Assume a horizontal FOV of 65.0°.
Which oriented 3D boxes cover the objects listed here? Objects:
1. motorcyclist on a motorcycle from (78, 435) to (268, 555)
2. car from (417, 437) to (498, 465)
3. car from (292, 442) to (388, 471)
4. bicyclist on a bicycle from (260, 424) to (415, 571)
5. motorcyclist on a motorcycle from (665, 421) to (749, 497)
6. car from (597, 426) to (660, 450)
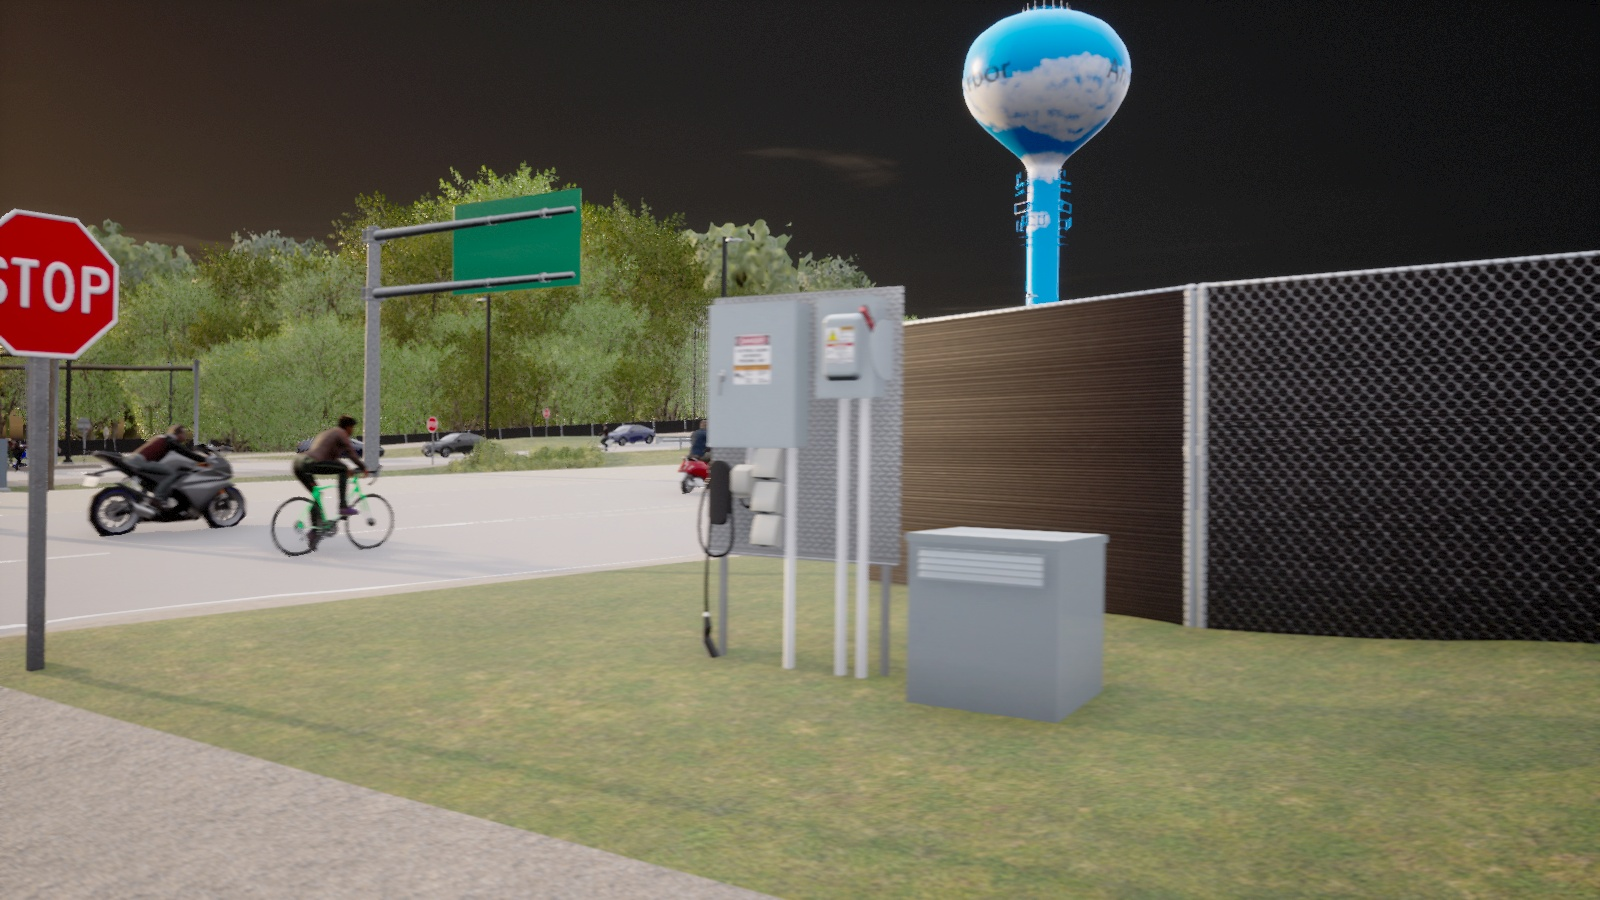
[{"bbox_3d":[-8.712,0.582,17.544,0.866,1.530,2.191,0,1,34],"label":"motorcyclist on a motorcycle"},{"bbox_3d":[-21.090,0.040,77.506,1.812,1.442,4.674,0,3,37],"label":"car"},{"bbox_3d":[-26.210,0.346,71.733,4.792,1.488,2.163,-2,2,-10],"label":"car"},{"bbox_3d":[-5.382,0.506,14.708,0.582,1.620,1.656,0,1,34],"label":"bicyclist on a bicycle"},{"bbox_3d":[-2.015,0.180,27.411,0.866,1.590,1.817,0,1,34],"label":"motorcyclist on a motorcycle"},{"bbox_3d":[-12.327,-0.873,90.534,1.812,1.442,4.674,0,4,35],"label":"car"}]
